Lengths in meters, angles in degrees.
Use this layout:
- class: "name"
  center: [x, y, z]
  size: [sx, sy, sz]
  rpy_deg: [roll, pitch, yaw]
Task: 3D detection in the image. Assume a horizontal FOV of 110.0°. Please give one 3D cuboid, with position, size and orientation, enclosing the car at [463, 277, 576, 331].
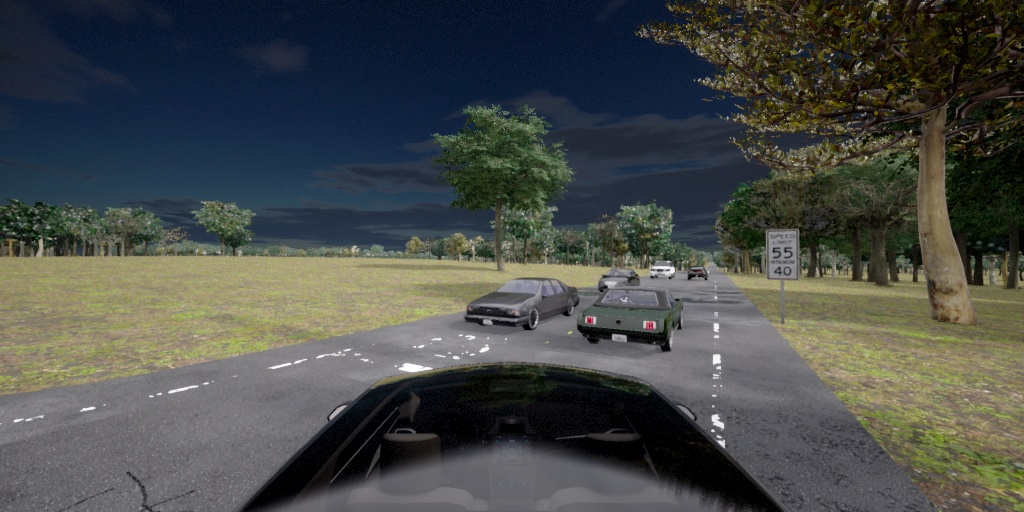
- class: "car"
  center: [0.652, 1.425, 11.951]
  size: [2.033, 1.411, 5.357]
  rpy_deg: [0, -1, 29]

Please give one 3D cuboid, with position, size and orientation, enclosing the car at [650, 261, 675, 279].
- class: "car"
  center: [17.364, 1.585, 41.227]
  size: [2.150, 2.045, 5.566]
  rpy_deg: [0, -1, 30]

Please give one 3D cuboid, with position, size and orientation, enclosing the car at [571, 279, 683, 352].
- class: "car"
  center: [3.335, 1.449, 9.383]
  size: [1.895, 1.301, 4.718]
  rpy_deg: [0, -1, 30]

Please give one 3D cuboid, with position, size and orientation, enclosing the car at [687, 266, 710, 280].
- class: "car"
  center: [20.318, 1.847, 39.180]
  size: [1.837, 1.490, 4.892]
  rpy_deg: [0, -1, 30]

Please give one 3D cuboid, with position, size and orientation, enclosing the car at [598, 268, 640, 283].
- class: "car"
  center: [6.969, 1.549, 23.082]
  size: [2.128, 1.511, 4.902]
  rpy_deg: [0, -1, 30]
